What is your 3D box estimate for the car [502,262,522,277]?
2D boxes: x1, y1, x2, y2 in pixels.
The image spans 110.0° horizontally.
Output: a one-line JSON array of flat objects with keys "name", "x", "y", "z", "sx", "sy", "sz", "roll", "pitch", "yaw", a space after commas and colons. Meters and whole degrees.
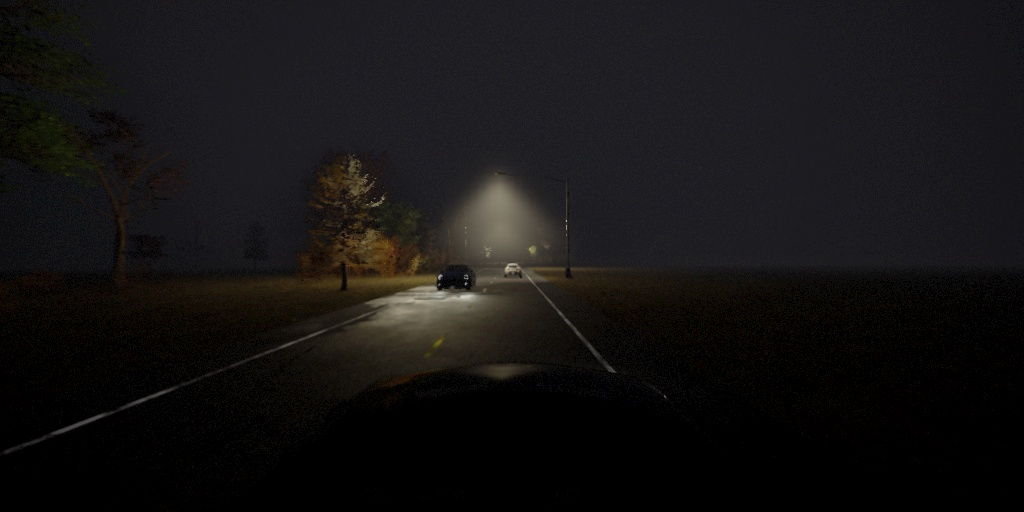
[{"name": "car", "x": 0.111, "y": 1.590, "z": 39.900, "sx": 1.812, "sy": 1.442, "sz": 4.674, "roll": 0, "pitch": 0, "yaw": 0}]

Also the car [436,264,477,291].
[{"name": "car", "x": -3.586, "y": 1.301, "z": 23.775, "sx": 2.097, "sy": 1.767, "sz": 4.553, "roll": 0, "pitch": -1, "yaw": 0}]
